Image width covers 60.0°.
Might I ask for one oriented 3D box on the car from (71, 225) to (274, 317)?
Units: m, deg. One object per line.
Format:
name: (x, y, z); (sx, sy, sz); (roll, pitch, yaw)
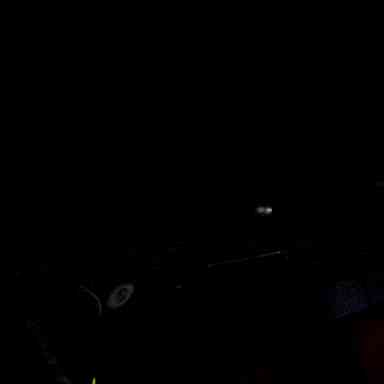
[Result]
car: (-0.049, 1.439, 6.153); (4.097, 1.590, 1.967); (0, 0, -36)

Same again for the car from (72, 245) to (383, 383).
car: (1.065, 1.563, 3.828); (4.181, 1.385, 1.994); (0, 0, -35)
